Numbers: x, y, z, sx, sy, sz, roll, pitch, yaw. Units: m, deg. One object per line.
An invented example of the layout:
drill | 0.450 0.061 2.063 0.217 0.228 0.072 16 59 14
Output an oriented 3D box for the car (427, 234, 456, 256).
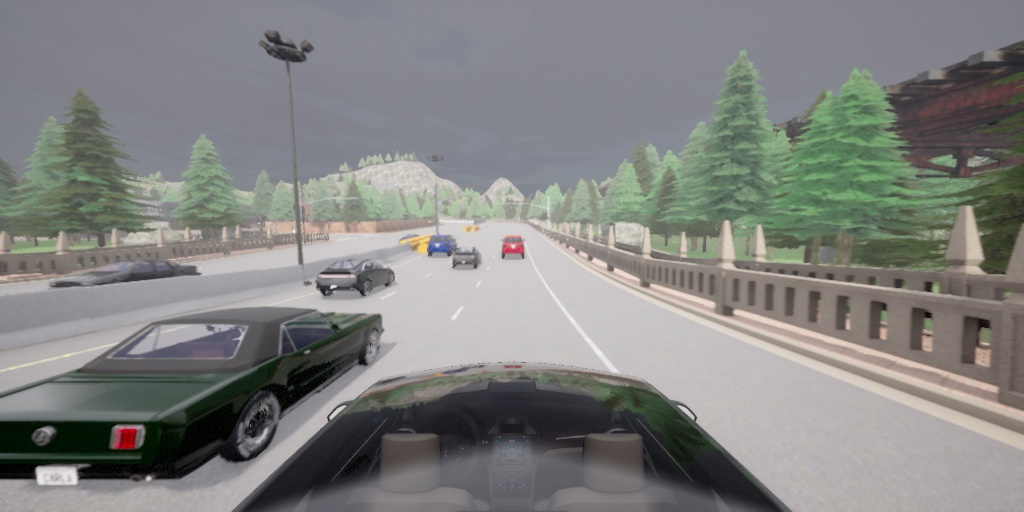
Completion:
car | -6.886 -1.158 35.774 2.150 2.045 5.566 0 7 0

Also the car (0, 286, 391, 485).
car | -3.400 1.337 4.904 1.895 1.301 4.718 0 1 0

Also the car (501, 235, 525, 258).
car | 0.111 -1.036 34.708 2.150 2.045 5.566 0 7 0

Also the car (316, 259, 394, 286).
car | -6.900 0.864 16.268 2.128 1.511 4.902 0 3 0

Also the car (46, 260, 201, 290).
car | -17.599 0.893 16.779 2.033 1.411 5.357 0 3 0

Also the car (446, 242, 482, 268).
car | -3.399 0.008 27.562 2.128 1.511 4.902 0 6 0

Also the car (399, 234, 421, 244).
car | -13.935 -2.365 49.398 2.033 1.411 5.357 0 6 1
